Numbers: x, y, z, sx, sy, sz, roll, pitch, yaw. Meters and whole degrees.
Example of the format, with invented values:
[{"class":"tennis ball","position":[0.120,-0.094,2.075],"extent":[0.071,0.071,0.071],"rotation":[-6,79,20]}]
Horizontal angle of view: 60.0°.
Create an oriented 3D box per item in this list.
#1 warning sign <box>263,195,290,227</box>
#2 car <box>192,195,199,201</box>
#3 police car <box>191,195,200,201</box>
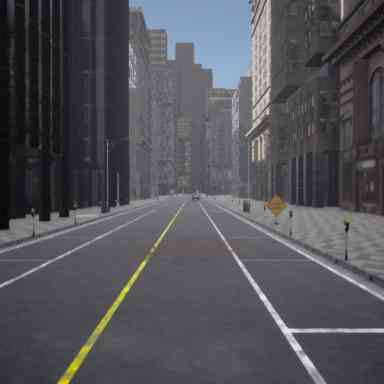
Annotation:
[{"class":"warning sign","position":[5.073,1.098,20.040],"extent":[1.300,1.860,1.060],"rotation":[0,0,0]},{"class":"car","position":[0.900,1.573,90.048],"extent":[1.837,1.490,4.892],"rotation":[0,0,0]},{"class":"police car","position":[0.900,1.449,80.158],"extent":[1.930,1.638,5.238],"rotation":[0,0,0]}]
